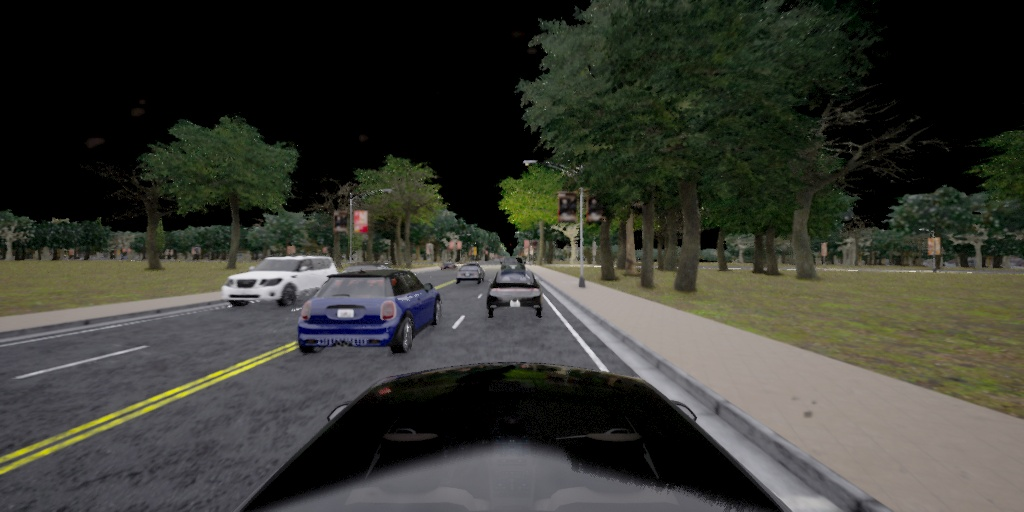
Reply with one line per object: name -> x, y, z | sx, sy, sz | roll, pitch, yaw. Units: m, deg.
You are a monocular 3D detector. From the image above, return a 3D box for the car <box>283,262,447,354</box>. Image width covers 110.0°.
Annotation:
car -> -3.156, 1.113, 8.936 | 2.097, 1.767, 4.553 | 0, 0, 0

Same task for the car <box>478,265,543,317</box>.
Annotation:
car -> 0.098, 1.264, 13.368 | 2.128, 1.511, 4.902 | 0, 0, 0

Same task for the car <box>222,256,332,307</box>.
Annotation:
car -> -9.848, 1.002, 15.930 | 2.150, 2.045, 5.566 | 0, 0, 0

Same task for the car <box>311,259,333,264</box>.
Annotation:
car -> -6.601, 1.133, 16.095 | 2.097, 1.767, 4.553 | 0, 0, 0

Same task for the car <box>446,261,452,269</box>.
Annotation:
car -> -9.816, 1.531, 55.710 | 1.994, 1.385, 4.181 | 0, 0, 0

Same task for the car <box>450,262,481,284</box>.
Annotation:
car -> -3.151, 1.381, 27.950 | 2.033, 1.411, 5.357 | 0, 0, 0

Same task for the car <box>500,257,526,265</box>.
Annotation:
car -> 0.100, 1.077, 32.550 | 2.150, 2.045, 5.566 | 0, 0, 0
